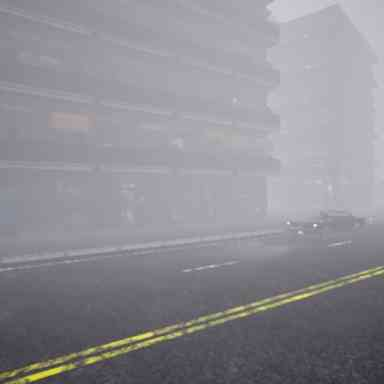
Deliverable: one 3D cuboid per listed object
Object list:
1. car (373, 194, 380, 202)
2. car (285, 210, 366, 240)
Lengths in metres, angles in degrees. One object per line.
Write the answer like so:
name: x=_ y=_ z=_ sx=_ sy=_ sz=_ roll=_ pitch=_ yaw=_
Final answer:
car: x=31.701 y=0.967 z=60.465 sx=4.097 sy=1.590 sz=1.967 roll=1 pitch=0 yaw=41
car: x=6.818 y=1.584 z=16.863 sx=4.718 sy=1.301 sz=1.895 roll=0 pitch=0 yaw=-37
